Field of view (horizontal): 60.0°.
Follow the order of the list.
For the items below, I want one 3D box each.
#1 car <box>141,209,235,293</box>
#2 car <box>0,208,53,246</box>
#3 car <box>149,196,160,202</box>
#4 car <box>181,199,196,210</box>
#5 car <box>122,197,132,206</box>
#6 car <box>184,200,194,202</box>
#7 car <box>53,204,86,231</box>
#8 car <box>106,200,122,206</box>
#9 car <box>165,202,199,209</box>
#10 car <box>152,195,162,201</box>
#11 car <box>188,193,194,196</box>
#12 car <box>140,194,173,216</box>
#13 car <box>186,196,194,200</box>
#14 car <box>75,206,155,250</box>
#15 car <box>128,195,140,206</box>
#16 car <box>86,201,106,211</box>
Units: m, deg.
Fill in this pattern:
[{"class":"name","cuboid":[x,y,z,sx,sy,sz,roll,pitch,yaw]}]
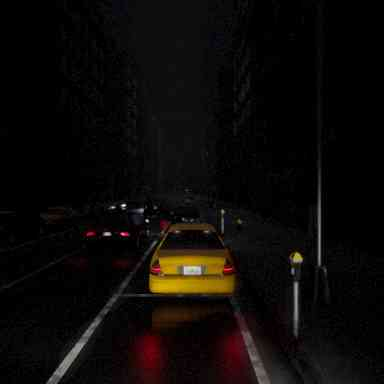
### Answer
[{"class":"car","cuboid":[0.004,1.457,8.840,1.801,1.575,5.366,0,0,0]},{"class":"car","cuboid":[-8.408,1.566,15.368,1.947,1.339,4.313,0,0,0]},{"class":"car","cuboid":[-8.408,1.521,74.308,2.008,1.369,4.403,0,0,0]},{"class":"car","cuboid":[-0.383,1.573,42.423,1.802,1.307,4.206,0,0,0]},{"class":"car","cuboid":[-8.408,1.545,37.020,2.008,1.369,4.403,0,0,0]},{"class":"car","cuboid":[-0.383,1.565,26.185,1.947,1.339,4.313,0,0,0]},{"class":"car","cuboid":[-8.408,1.525,20.611,1.752,1.417,4.829,0,0,0]},{"class":"car","cuboid":[-8.408,1.548,31.607,2.008,1.369,4.403,0,0,0]},{"class":"car","cuboid":[-0.383,1.566,20.772,1.947,1.339,4.313,0,0,0]},{"class":"car","cuboid":[-8.408,1.510,79.763,1.887,1.381,4.507,0,0,0]},{"class":"car","cuboid":[-0.382,1.396,90.663,1.967,1.590,4.097,0,0,0]},{"class":"car","cuboid":[-3.017,1.348,29.454,2.097,1.767,4.553,0,0,0]},{"class":"car","cuboid":[-0.383,1.519,37.181,1.752,1.417,4.829,0,0,0]},{"class":"car","cuboid":[-3.020,1.547,14.366,2.033,1.411,5.357,0,0,0]},{"class":"car","cuboid":[-8.408,1.302,47.845,2.192,1.841,5.009,0,0,0]},{"class":"car","cuboid":[-8.408,1.581,26.194,1.802,1.307,4.206,0,0,0]}]
